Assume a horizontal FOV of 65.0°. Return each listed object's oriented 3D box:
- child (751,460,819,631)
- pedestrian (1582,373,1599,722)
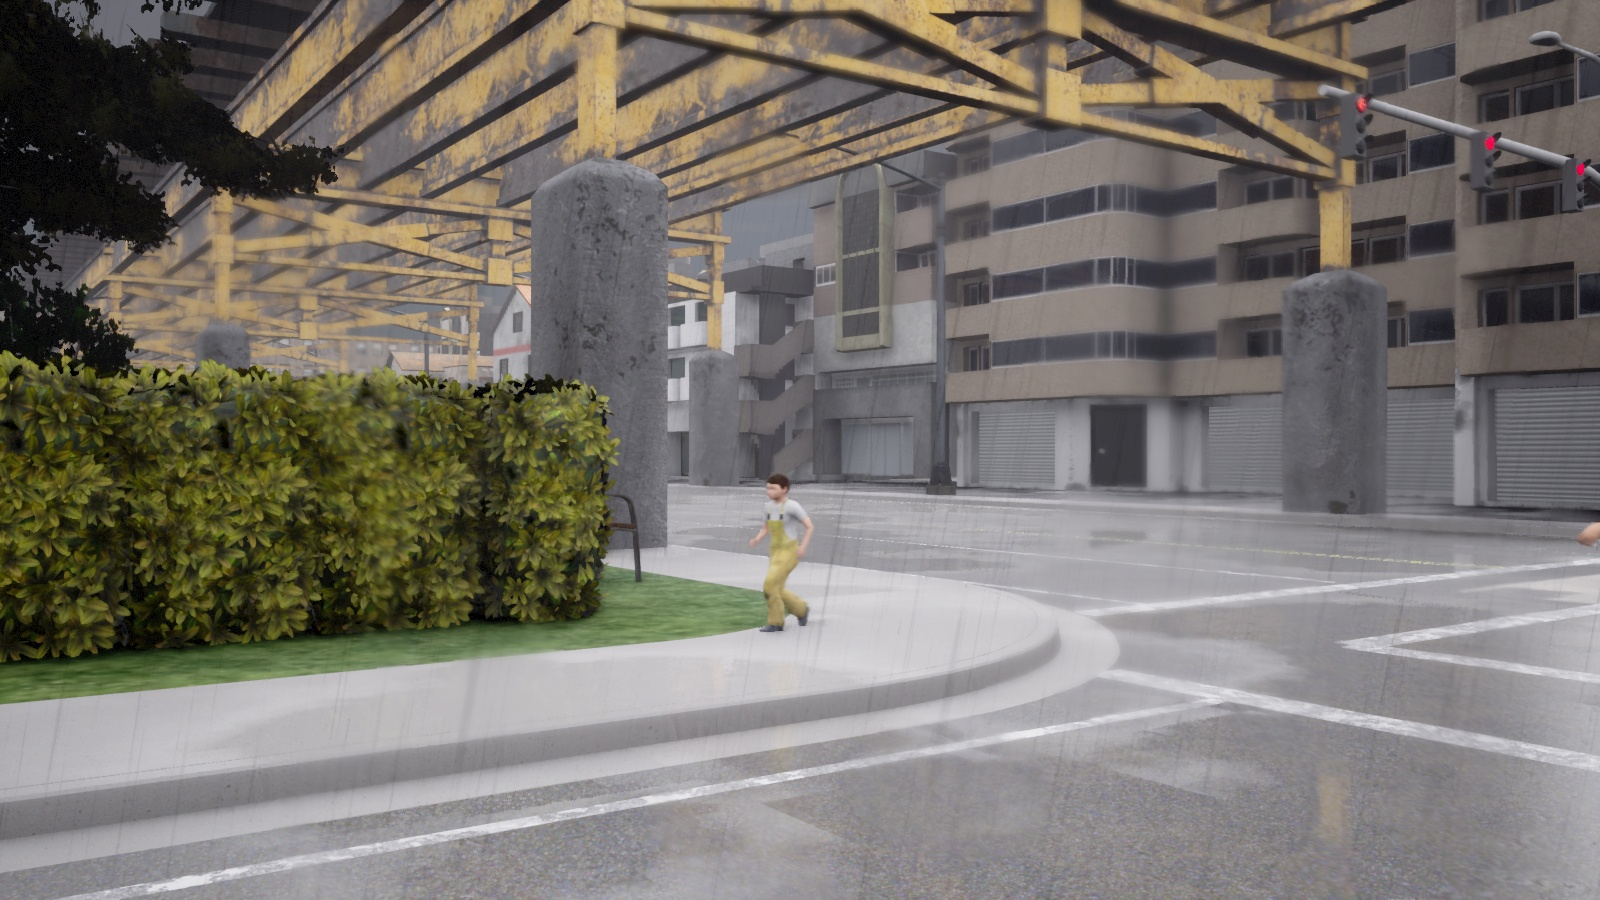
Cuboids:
[{"bbox_3d":[-0.111,0.713,9.545,0.437,1.263,0.270,0,0,-36],"label":"child"},{"bbox_3d":[4.484,0.511,6.617,0.594,1.836,0.345,0,0,36],"label":"pedestrian"}]
